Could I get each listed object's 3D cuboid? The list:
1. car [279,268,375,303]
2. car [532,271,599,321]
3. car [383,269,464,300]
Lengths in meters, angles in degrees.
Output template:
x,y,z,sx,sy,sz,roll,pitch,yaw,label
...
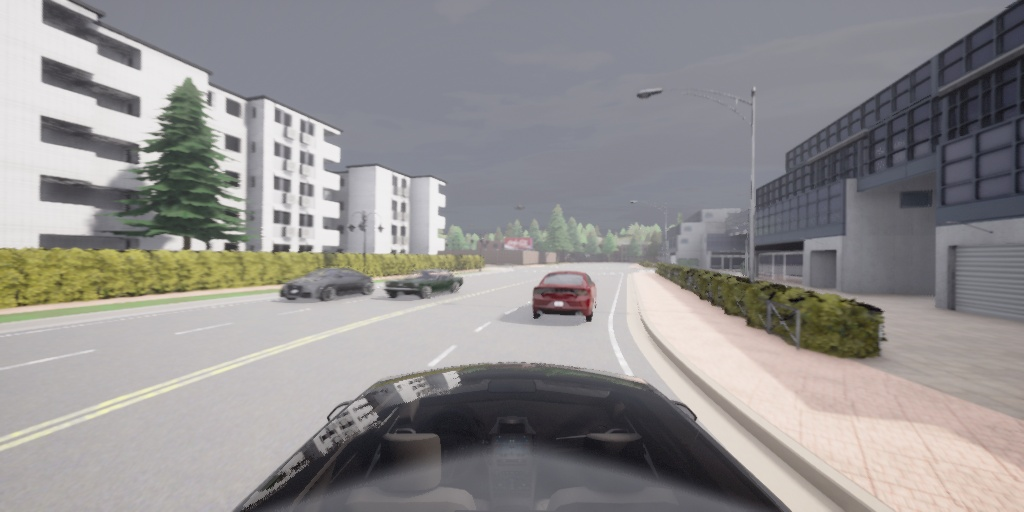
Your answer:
x,y,z,sx,sy,sz,roll,pitch,yaw,label
-8.174,1.230,16.258,1.994,1.385,4.181,1,0,15,car
2.022,1.261,12.899,1.882,1.535,5.008,0,0,15,car
-4.165,1.315,17.589,1.895,1.301,4.718,1,0,17,car
